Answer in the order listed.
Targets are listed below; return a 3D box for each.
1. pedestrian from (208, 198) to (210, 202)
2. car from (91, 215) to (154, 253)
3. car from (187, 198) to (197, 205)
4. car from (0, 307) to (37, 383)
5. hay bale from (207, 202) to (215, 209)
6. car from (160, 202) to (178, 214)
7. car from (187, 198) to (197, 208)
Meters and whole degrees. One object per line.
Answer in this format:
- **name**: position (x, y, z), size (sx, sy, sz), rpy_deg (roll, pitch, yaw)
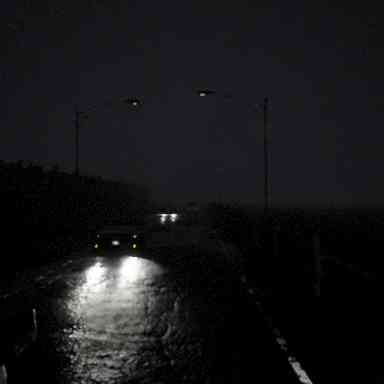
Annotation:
- **pedestrian**: position (2.825, 1.882, 56.420), size (0.375, 1.860, 0.375), rpy_deg (0, 0, -2)
- **car**: position (-2.812, 1.700, 14.233), size (1.994, 1.385, 4.181), rpy_deg (0, -1, 0)
- **car**: position (0.001, 2.209, 77.660), size (2.033, 1.411, 5.357), rpy_deg (0, -1, 0)
- **car**: position (-2.846, 1.620, 1.886), size (1.895, 1.301, 4.718), rpy_deg (0, -1, 0)
- **hay bale**: position (3.129, 2.222, 55.319), size (1.220, 1.180, 1.240), rpy_deg (0, 0, 0)
- **car**: position (-2.839, 1.975, 41.373), size (1.994, 1.385, 4.181), rpy_deg (0, -1, 0)
- **car**: position (-0.001, 2.144, 62.710), size (2.128, 1.511, 4.902), rpy_deg (0, -1, 0)
